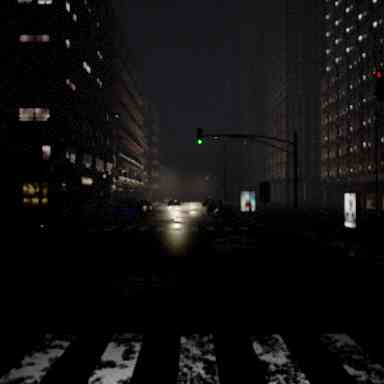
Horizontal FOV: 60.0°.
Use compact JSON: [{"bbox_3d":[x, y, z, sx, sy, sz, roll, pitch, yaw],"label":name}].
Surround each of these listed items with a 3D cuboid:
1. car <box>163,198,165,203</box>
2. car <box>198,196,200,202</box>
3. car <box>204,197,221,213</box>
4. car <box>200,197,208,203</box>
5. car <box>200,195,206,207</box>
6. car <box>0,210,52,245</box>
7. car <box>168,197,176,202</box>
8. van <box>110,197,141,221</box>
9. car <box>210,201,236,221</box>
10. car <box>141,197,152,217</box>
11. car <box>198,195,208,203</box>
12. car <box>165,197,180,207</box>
[{"bbox_3d":[-5.620,1.772,77.691,1.967,1.590,4.097,0,0,0],"label":"car"},{"bbox_3d":[2.751,1.830,66.628,2.008,1.369,4.403,0,0,0],"label":"car"},{"bbox_3d":[2.729,1.596,38.991,1.967,1.590,4.097,0,0,0],"label":"car"},{"bbox_3d":[2.760,1.914,77.683,1.802,1.307,4.206,0,0,0],"label":"car"},{"bbox_3d":[2.743,1.668,55.573,1.967,1.590,4.097,0,0,0],"label":"car"},{"bbox_3d":[-8.705,1.544,14.609,4.674,1.442,1.812,2,1,-22],"label":"car"},{"bbox_3d":[-5.607,1.980,94.273,1.947,1.339,4.313,0,0,0],"label":"car"},{"bbox_3d":[-5.660,1.452,27.943,1.690,1.788,3.998,0,0,0],"label":"van"},{"bbox_3d":[2.719,1.693,27.934,1.802,1.307,4.206,0,0,0],"label":"car"},{"bbox_3d":[-5.655,1.449,33.471,2.192,1.841,5.009,0,0,0],"label":"car"},{"bbox_3d":[2.766,1.674,83.212,2.192,1.841,5.009,0,0,0],"label":"car"},{"bbox_3d":[-2.955,1.760,54.958,1.994,1.385,4.181,0,0,0],"label":"car"}]
